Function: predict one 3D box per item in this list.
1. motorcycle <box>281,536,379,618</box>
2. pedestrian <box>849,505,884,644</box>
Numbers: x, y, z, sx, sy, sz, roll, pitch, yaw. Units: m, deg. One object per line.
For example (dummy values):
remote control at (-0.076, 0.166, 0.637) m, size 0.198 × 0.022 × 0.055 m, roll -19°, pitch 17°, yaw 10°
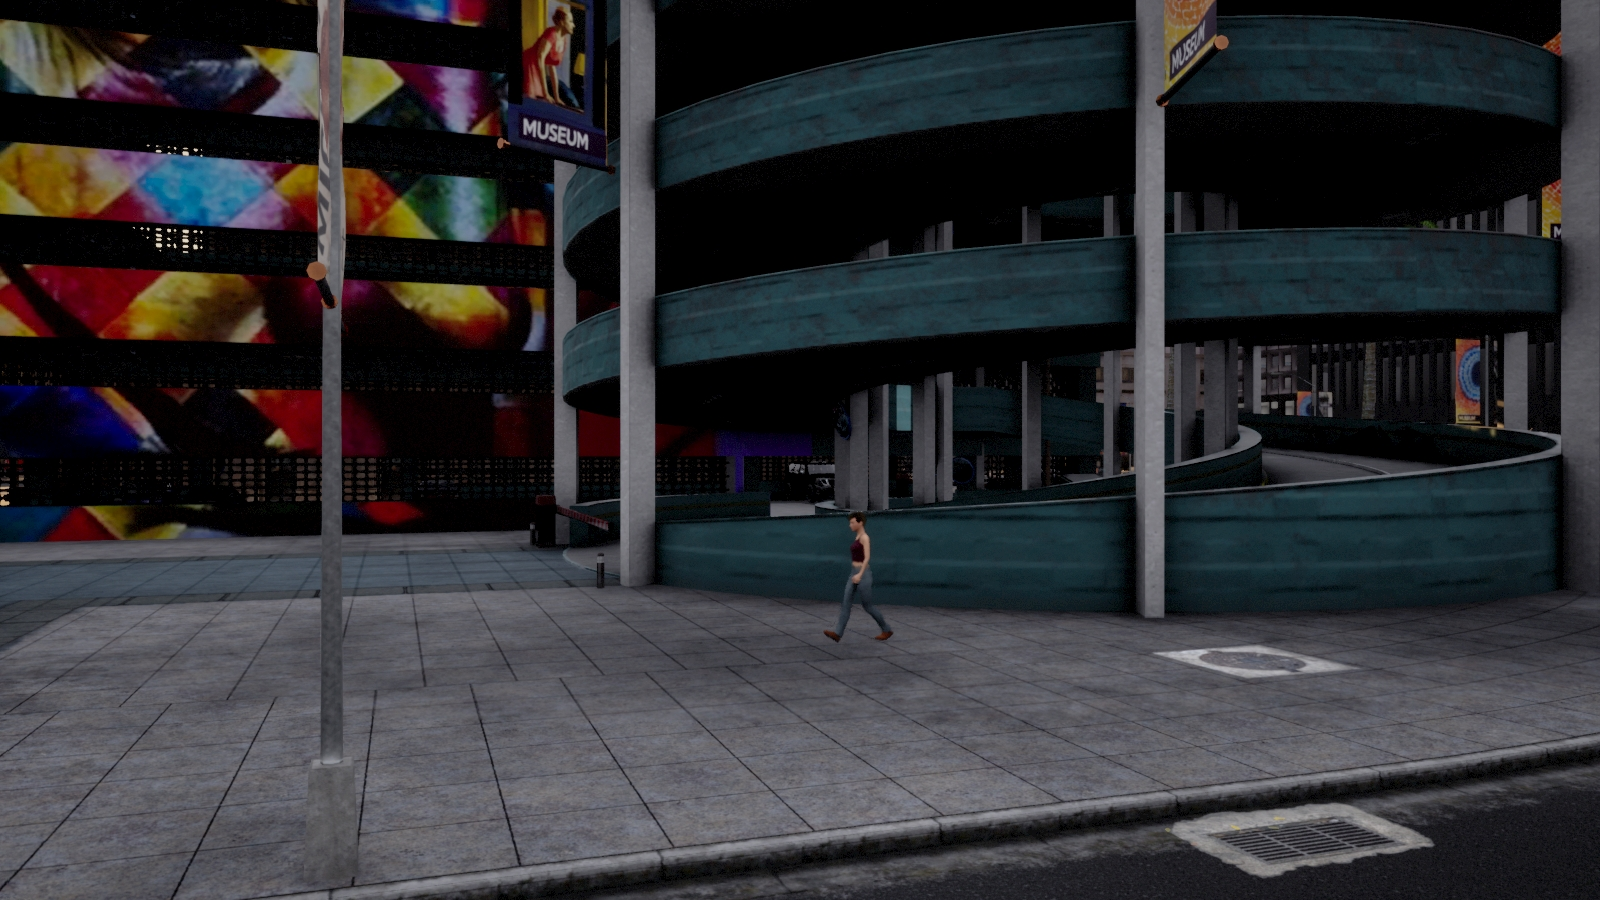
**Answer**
motorcycle at (-8.149, 2.182, 19.907) m, size 0.856 × 1.236 × 1.805 m, roll 0°, pitch 0°, yaw 4°
pedestrian at (0.909, 1.696, 15.705) m, size 0.375 × 1.860 × 0.375 m, roll 0°, pitch 0°, yaw -16°
